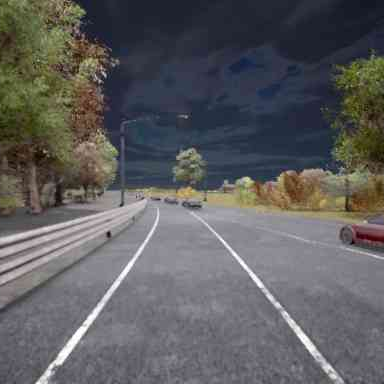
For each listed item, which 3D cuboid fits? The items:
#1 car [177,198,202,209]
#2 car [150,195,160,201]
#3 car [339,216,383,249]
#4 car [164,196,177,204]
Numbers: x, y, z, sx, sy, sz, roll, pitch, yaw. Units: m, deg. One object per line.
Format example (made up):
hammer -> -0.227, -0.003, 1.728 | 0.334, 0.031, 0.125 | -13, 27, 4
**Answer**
car -> -0.109, 1.522, 45.162 | 2.033, 1.411, 5.357 | 0, 0, -14
car -> -8.836, 1.374, 79.569 | 2.033, 1.411, 5.357 | 0, 0, -14
car -> 7.965, 1.631, 13.401 | 1.994, 1.385, 4.181 | 1, 0, -14
car -> -3.824, 1.476, 59.814 | 2.033, 1.411, 5.357 | 0, 0, -14
